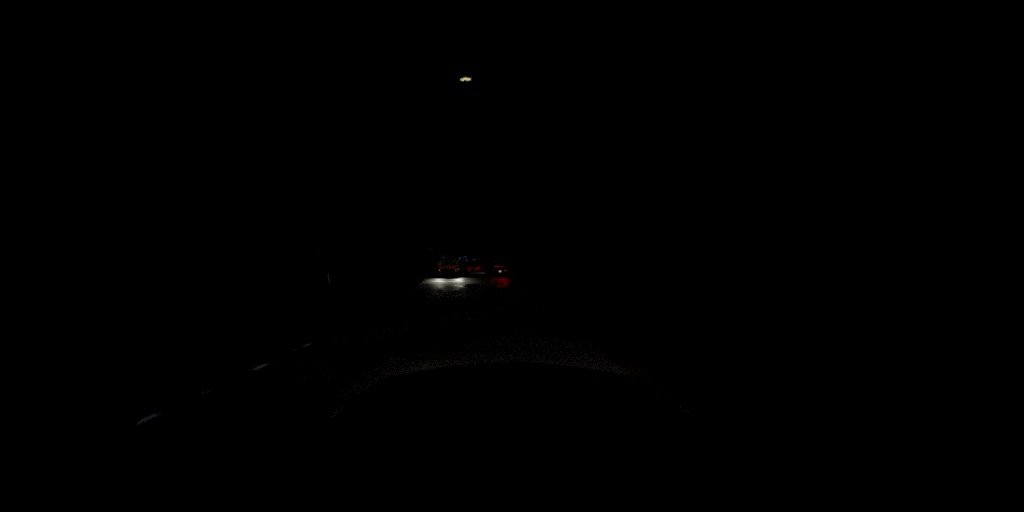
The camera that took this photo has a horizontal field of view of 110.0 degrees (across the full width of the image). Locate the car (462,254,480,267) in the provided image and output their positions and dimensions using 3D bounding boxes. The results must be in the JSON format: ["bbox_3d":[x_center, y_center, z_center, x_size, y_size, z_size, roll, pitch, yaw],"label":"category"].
[{"bbox_3d":[-5.660,0.682,51.710,2.128,1.511,4.902,-1,1,-10],"label":"car"}]

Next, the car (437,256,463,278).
[{"bbox_3d":[-5.546,1.036,31.799,1.882,1.535,5.008,-1,1,-9],"label":"car"}]

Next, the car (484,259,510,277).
[{"bbox_3d":[-1.364,1.002,32.178,1.837,1.490,4.892,-1,1,-9],"label":"car"}]
